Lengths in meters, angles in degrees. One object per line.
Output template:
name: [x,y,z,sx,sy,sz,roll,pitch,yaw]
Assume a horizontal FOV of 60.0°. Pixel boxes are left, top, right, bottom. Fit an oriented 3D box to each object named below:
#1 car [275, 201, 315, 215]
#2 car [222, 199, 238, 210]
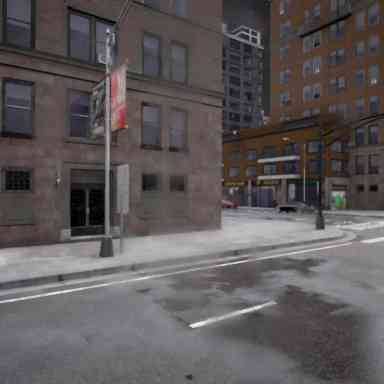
car: [10.548,1.577,34.281,1.947,1.339,4.313,0,0,-35]
car: [4.190,1.590,43.285,1.802,1.307,4.206,0,0,-35]
